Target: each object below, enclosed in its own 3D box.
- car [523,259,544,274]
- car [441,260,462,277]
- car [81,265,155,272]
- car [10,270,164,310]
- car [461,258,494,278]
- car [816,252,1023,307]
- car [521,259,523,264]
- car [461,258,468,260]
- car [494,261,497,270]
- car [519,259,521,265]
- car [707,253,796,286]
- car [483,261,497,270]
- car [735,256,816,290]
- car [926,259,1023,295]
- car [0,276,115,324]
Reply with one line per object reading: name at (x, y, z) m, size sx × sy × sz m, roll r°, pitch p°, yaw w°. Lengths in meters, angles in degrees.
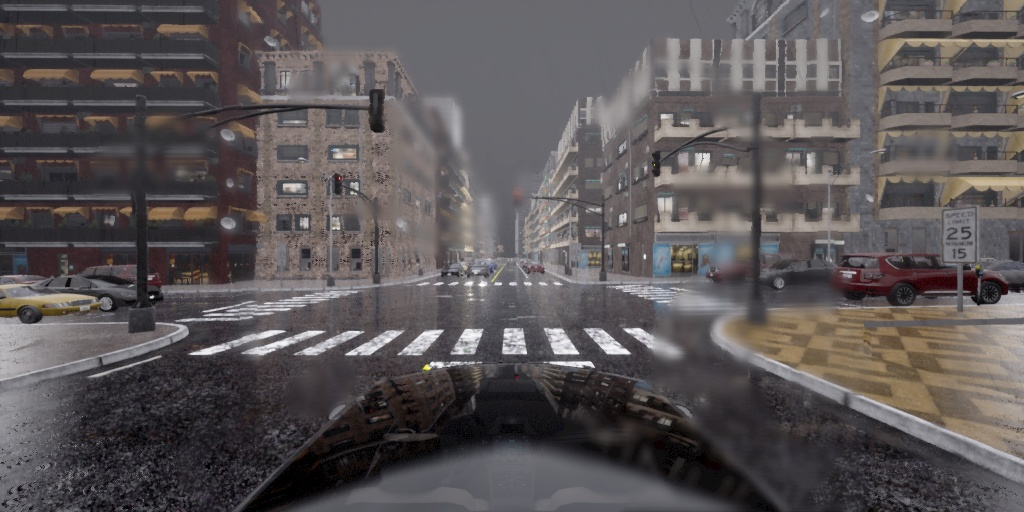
car at (2.603, 1.198, 40.842) m, size 1.967 × 1.591 × 4.097 m, roll 0°, pitch 0°, yaw 0°
car at (-5.765, 1.322, 35.139) m, size 1.948 × 1.339 × 4.313 m, roll 0°, pitch 0°, yaw 0°
car at (-23.642, 1.462, 21.069) m, size 5.009 × 1.841 × 2.192 m, roll 0°, pitch 0°, yaw -1°
car at (-17.898, 1.560, 15.370) m, size 4.892 × 1.490 × 1.837 m, roll -1°, pitch 0°, yaw -1°
car at (-3.172, 1.247, 34.014) m, size 2.128 × 1.511 × 4.902 m, roll 0°, pitch 0°, yaw 0°
car at (14.685, 0.775, 13.141) m, size 5.009 × 1.841 × 2.192 m, roll 0°, pitch 0°, yaw -1°
car at (2.590, 1.200, 46.524) m, size 1.967 × 1.591 × 4.097 m, roll 0°, pitch 0°, yaw 0°
car at (-5.777, 1.284, 40.651) m, size 1.751 × 1.417 × 4.829 m, roll 0°, pitch 0°, yaw 0°
car at (-3.192, 1.237, 43.437) m, size 1.882 × 1.535 × 5.008 m, roll 0°, pitch 0°, yaw 0°
car at (2.565, 1.349, 57.889) m, size 1.802 × 1.307 × 4.207 m, roll 0°, pitch 0°, yaw 0°
car at (14.531, 0.759, 21.520) m, size 5.009 × 1.841 × 2.192 m, roll 0°, pitch 0°, yaw -1°
car at (-3.207, 1.365, 53.434) m, size 1.895 × 1.301 × 4.718 m, roll 0°, pitch 0°, yaw 0°
car at (14.933, 0.947, 18.933) m, size 4.892 × 1.490 × 1.837 m, roll -1°, pitch 0°, yaw -1°
car at (21.480, 0.891, 15.806) m, size 4.181 × 1.385 × 1.994 m, roll -1°, pitch 0°, yaw -1°
car at (-17.654, 1.585, 12.786) m, size 4.829 × 1.417 × 1.751 m, roll 0°, pitch 0°, yaw -1°
